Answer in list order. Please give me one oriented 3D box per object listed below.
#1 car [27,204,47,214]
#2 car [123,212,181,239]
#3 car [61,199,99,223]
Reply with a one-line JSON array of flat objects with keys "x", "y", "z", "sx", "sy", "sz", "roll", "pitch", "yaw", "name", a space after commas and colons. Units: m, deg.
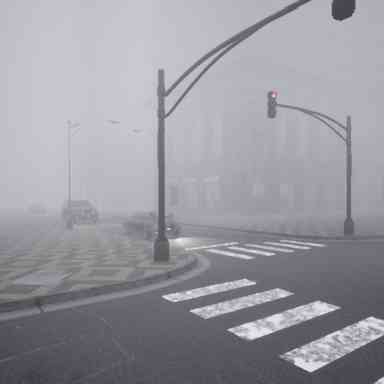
[{"x": -22.295, "y": 2.429, "z": 47.706, "sx": 2.033, "sy": 1.411, "sz": 5.357, "roll": 0, "pitch": -1, "yaw": -35, "name": "car"}, {"x": -2.402, "y": 1.847, "z": 19.468, "sx": 1.994, "sy": 1.385, "sz": 4.181, "roll": 0, "pitch": -1, "yaw": -35, "name": "car"}, {"x": -10.503, "y": 1.739, "z": 30.909, "sx": 2.150, "sy": 2.045, "sz": 5.566, "roll": 0, "pitch": 0, "yaw": -35, "name": "car"}]
